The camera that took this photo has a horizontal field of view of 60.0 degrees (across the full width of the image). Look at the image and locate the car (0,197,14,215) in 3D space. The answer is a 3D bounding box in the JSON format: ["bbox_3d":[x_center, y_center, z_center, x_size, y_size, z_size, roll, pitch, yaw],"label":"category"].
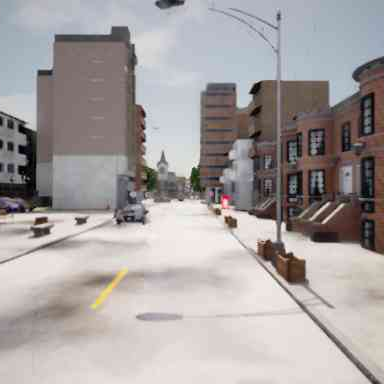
[{"bbox_3d":[-19.086,1.249,30.781,3.866,1.878,1.905,0,0,10],"label":"car"}]

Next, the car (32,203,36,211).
[{"bbox_3d":[-19.464,1.423,36.833,4.193,1.474,1.816,0,0,10],"label":"car"}]

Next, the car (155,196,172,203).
[{"bbox_3d":[-5.955,1.608,68.630,1.994,1.385,4.181,2,-2,-37],"label":"car"}]

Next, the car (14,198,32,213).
[{"bbox_3d":[-19.320,1.354,33.882,4.611,1.667,2.242,0,0,10],"label":"car"}]

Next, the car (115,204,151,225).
[{"bbox_3d":[-4.104,1.569,23.753,1.994,1.385,4.181,0,0,0],"label":"car"}]
